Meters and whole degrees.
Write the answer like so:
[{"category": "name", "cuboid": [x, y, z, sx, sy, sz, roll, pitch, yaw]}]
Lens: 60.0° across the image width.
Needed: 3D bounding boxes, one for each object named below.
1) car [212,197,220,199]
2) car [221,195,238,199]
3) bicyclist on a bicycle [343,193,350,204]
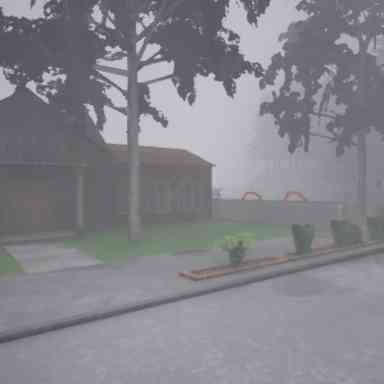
[{"category": "car", "cuboid": [2.239, 1.220, 54.449, 1.994, 1.385, 4.181, -1, 0, -35]}, {"category": "car", "cuboid": [5.613, 1.161, 56.690, 2.033, 1.411, 5.357, -1, 0, -35]}, {"category": "bicyclist on a bicycle", "cuboid": [20.248, 0.918, 43.540, 1.656, 1.620, 0.582, -1, 1, -35]}]
